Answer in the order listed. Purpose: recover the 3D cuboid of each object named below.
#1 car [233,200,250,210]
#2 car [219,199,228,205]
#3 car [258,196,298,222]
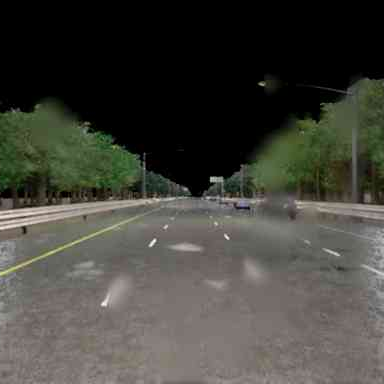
[{"bbox_3d":[7.102,1.860,47.966,1.994,1.385,4.181,0,-1,0],"label":"car"},{"bbox_3d":[7.293,2.231,77.864,2.033,1.411,5.357,0,-1,0],"label":"car"},{"bbox_3d":[7.027,1.317,27.613,2.150,2.045,5.566,0,0,0],"label":"car"}]
